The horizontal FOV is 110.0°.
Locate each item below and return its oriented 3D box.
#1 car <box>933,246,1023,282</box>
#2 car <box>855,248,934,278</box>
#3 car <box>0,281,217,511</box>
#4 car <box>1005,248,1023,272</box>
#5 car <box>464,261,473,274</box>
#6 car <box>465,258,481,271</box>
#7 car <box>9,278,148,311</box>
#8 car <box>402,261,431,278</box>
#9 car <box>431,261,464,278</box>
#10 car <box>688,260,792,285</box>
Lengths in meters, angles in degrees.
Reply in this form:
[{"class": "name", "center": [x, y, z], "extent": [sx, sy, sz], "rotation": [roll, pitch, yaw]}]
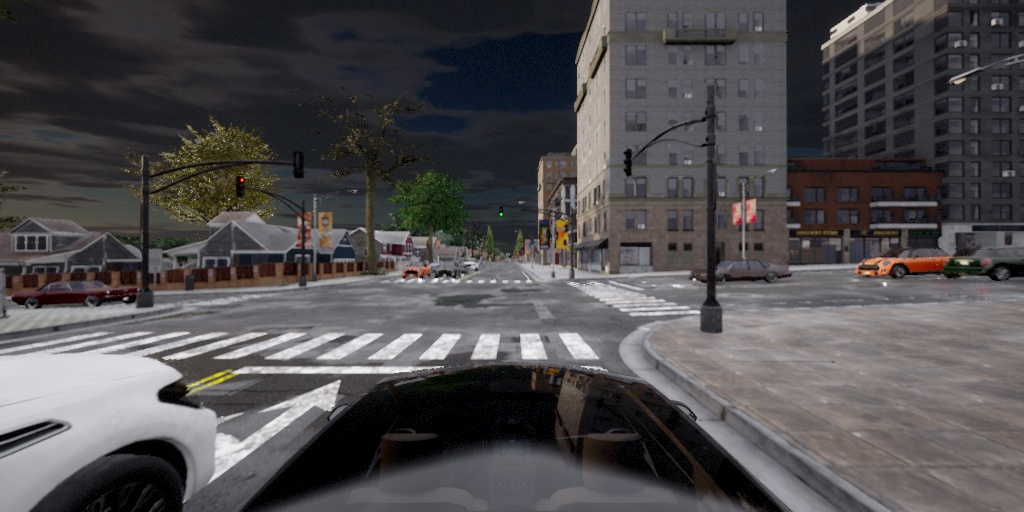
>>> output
[{"class": "car", "center": [24.830, 0.285, 18.006], "extent": [4.553, 1.767, 2.097], "rotation": [-2, 0, 0]}, {"class": "car", "center": [23.435, 0.350, 21.423], "extent": [4.553, 1.767, 2.097], "rotation": [-2, 0, 0]}, {"class": "car", "center": [-3.146, 0.961, 0.110], "extent": [2.150, 2.045, 5.566], "rotation": [0, 0, 0]}, {"class": "car", "center": [33.575, 0.170, 21.453], "extent": [5.357, 1.411, 2.033], "rotation": [-2, 0, 0]}, {"class": "car", "center": [-6.617, 1.639, 45.897], "extent": [1.994, 1.385, 4.181], "rotation": [0, 0, 0]}, {"class": "car", "center": [-6.624, 1.404, 57.708], "extent": [2.150, 2.045, 5.566], "rotation": [0, 0, -1]}, {"class": "car", "center": [-21.632, 1.915, 18.044], "extent": [4.718, 1.301, 1.895], "rotation": [-2, 0, 0]}, {"class": "car", "center": [-9.863, 1.357, 37.341], "extent": [2.097, 1.767, 4.553], "rotation": [0, 0, 0]}, {"class": "car", "center": [-6.601, 1.357, 37.280], "extent": [2.097, 1.767, 4.553], "rotation": [0, 0, 0]}, {"class": "car", "center": [13.515, 0.924, 21.392], "extent": [5.357, 1.411, 2.033], "rotation": [-2, 0, 0]}]
